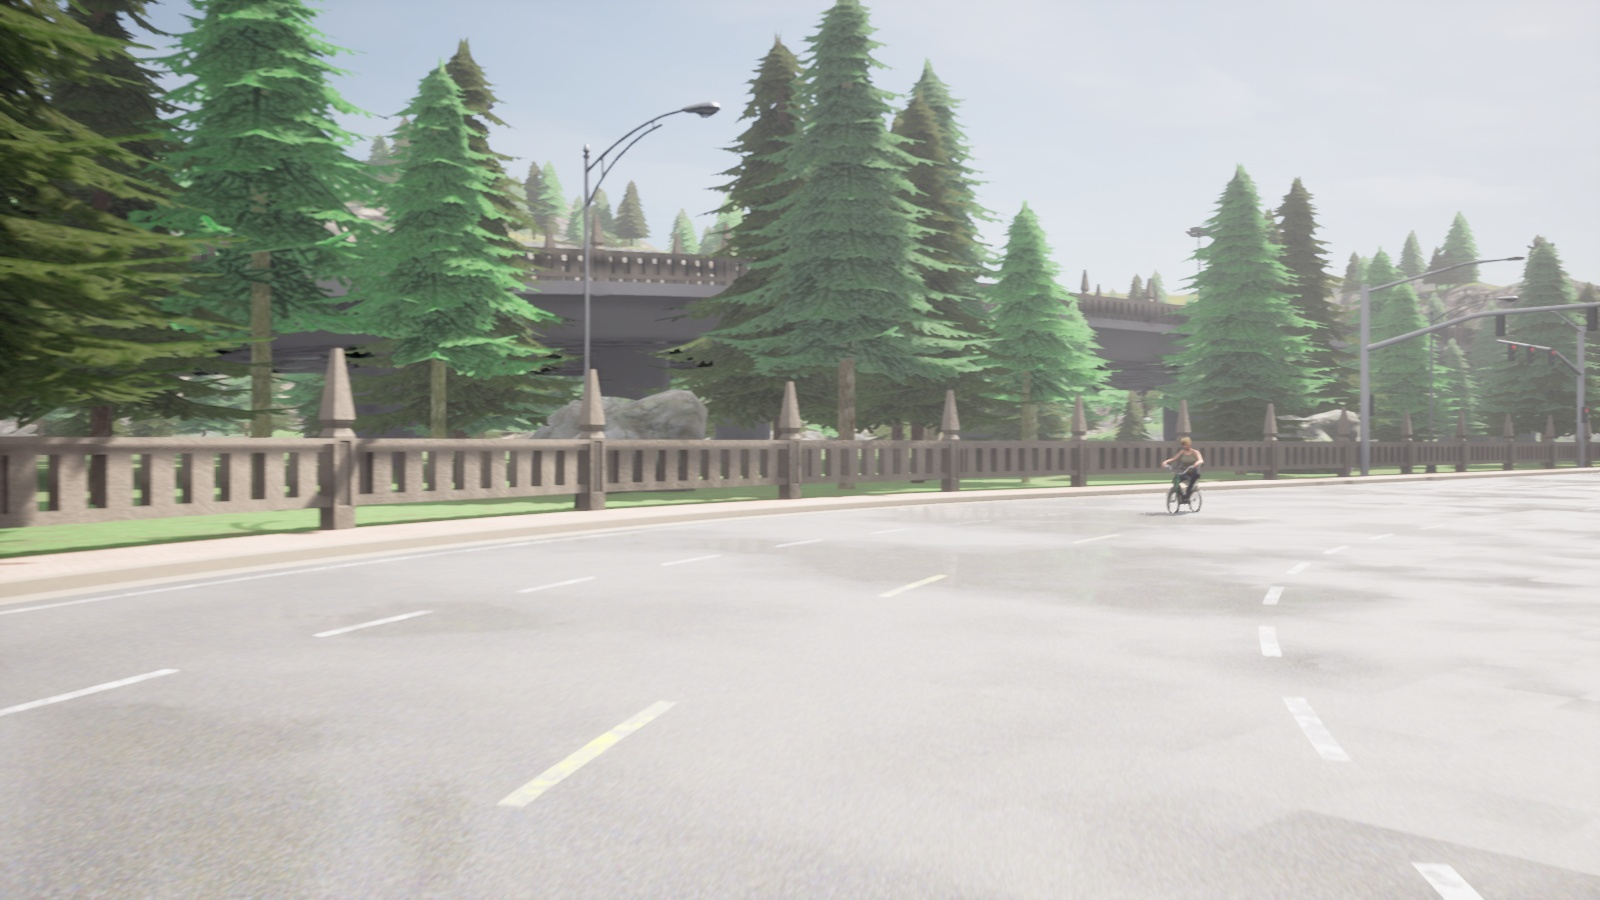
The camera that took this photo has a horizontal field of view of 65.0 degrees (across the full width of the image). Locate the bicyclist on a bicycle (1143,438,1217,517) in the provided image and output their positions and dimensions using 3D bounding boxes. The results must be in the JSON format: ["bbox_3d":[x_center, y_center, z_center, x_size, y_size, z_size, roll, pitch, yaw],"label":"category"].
[{"bbox_3d":[7.997,0.550,26.399,0.866,1.612,1.509,1,1,44],"label":"bicyclist on a bicycle"}]
